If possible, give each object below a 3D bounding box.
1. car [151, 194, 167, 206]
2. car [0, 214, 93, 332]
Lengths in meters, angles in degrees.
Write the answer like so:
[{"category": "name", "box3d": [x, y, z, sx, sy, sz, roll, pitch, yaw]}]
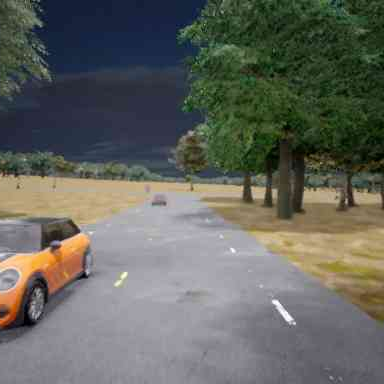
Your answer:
[{"category": "car", "box3d": [-4.739, 1.083, 48.598, 2.097, 1.767, 4.553, 0, 1, -1]}, {"category": "car", "box3d": [-3.678, 1.361, 7.013, 2.097, 1.767, 4.553, 0, 0, -1]}]
